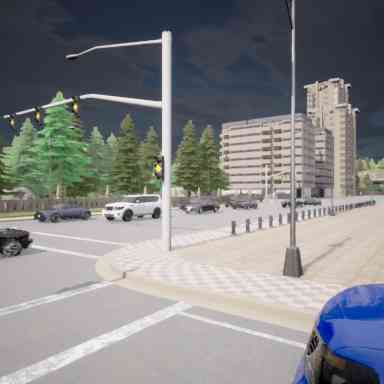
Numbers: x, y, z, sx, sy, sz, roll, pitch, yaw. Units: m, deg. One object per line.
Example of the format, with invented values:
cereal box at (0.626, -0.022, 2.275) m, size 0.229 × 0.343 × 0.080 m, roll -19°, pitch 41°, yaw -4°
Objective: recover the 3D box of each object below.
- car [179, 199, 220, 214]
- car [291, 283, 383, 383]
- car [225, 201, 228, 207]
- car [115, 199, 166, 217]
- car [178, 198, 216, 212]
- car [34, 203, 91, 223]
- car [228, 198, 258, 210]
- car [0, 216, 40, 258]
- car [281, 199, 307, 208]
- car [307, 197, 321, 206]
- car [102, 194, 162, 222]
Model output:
car at (1.120, 1.491, 35.239) m, size 2.128 × 1.511 × 4.902 m, roll 0°, pitch 0°, yaw 36°
car at (3.361, 1.221, 1.569) m, size 5.566 × 2.045 × 2.150 m, roll 0°, pitch 0°, yaw 36°
car at (6.526, 1.564, 48.791) m, size 1.994 × 1.385 × 4.181 m, roll 0°, pitch 0°, yaw 36°
car at (-4.974, 1.491, 32.725) m, size 2.128 × 1.511 × 4.902 m, roll 0°, pitch 0°, yaw 35°
car at (0.702, 1.547, 40.682) m, size 2.033 × 1.411 × 5.357 m, roll 0°, pitch 0°, yaw 36°
car at (-9.937, 1.564, 25.765) m, size 1.994 × 1.385 × 4.181 m, roll 0°, pitch 0°, yaw 35°
car at (6.945, 1.564, 43.382) m, size 1.994 × 1.385 × 4.181 m, roll 0°, pitch 0°, yaw 36°
car at (-7.714, 1.601, 10.577) m, size 1.895 × 1.301 × 4.718 m, roll 0°, pitch 0°, yaw 36°
car at (14.446, 1.601, 47.568) m, size 1.895 × 1.301 × 4.718 m, roll 0°, pitch 0°, yaw 35°
car at (20.229, 1.564, 55.678) m, size 1.994 × 1.385 × 4.181 m, roll 0°, pitch 0°, yaw 35°
car at (-4.644, 1.221, 27.159) m, size 2.150 × 2.045 × 5.566 m, roll 0°, pitch 0°, yaw 35°
